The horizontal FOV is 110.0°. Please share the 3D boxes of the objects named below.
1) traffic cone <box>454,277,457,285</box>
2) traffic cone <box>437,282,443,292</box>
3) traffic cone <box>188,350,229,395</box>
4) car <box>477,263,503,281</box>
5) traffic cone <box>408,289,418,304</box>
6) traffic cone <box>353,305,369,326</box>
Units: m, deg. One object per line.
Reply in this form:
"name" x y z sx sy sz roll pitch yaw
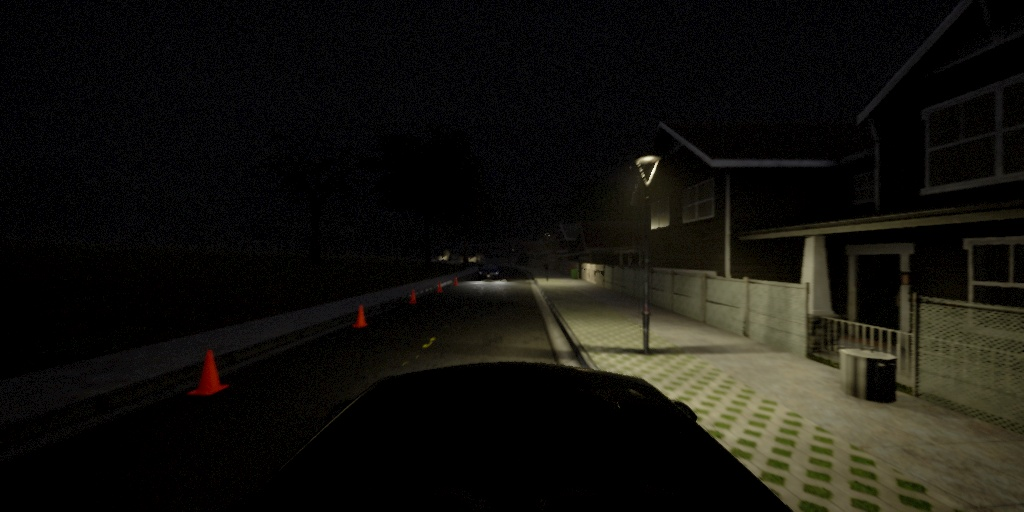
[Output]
"traffic cone" -3.968 1.762 25.259 0.340 0.580 0.340 0 0 1
"traffic cone" -4.088 1.739 20.260 0.340 0.580 0.340 0 0 1
"traffic cone" -4.448 1.677 5.264 0.340 0.580 0.340 0 0 1
"car" -1.906 1.375 31.288 1.812 1.442 4.674 1 0 0
"traffic cone" -4.208 1.715 15.262 0.340 0.580 0.340 0 0 1
"traffic cone" -4.328 1.692 10.263 0.340 0.580 0.340 0 0 1
